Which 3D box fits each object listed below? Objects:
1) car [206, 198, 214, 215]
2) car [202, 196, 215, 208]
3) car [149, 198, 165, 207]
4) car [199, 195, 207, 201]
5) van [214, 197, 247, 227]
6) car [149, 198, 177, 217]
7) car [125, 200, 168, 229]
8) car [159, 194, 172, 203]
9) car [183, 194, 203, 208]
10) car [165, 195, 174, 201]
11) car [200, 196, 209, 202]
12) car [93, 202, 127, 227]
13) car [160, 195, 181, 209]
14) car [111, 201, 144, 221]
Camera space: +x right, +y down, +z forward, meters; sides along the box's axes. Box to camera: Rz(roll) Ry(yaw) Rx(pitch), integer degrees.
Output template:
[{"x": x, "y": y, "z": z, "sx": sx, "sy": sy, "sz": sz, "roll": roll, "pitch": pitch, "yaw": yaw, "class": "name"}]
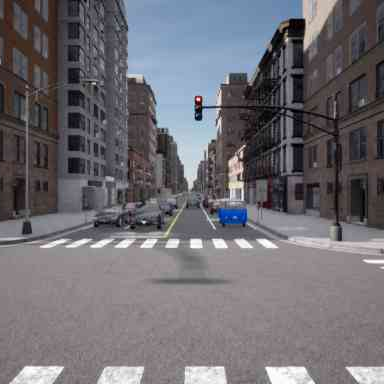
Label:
[{"x": 2.676, "y": 1.580, "z": 33.851, "sx": 1.802, "sy": 1.307, "sz": 4.206, "roll": 0, "pitch": 0, "yaw": 0, "class": "car"}, {"x": 2.689, "y": 1.576, "z": 45.214, "sx": 1.802, "sy": 1.307, "sz": 4.206, "roll": 0, "pitch": 0, "yaw": 0, "class": "car"}, {"x": -5.329, "y": 1.556, "z": 50.899, "sx": 1.947, "sy": 1.339, "sz": 4.313, "roll": 0, "pitch": 0, "yaw": 0, "class": "car"}, {"x": 2.735, "y": 1.530, "z": 84.983, "sx": 1.947, "sy": 1.339, "sz": 4.313, "roll": 0, "pitch": 0, "yaw": 0, "class": "car"}, {"x": 2.663, "y": 1.340, "z": 22.489, "sx": 1.690, "sy": 1.788, "sz": 3.998, "roll": 0, "pitch": 0, "yaw": 0, "class": "van"}, {"x": -2.801, "y": 1.562, "z": 31.602, "sx": 1.994, "sy": 1.385, "sz": 4.181, "roll": 0, "pitch": 0, "yaw": 0, "class": "car"}, {"x": -2.795, "y": 1.504, "z": 21.594, "sx": 1.837, "sy": 1.490, "sz": 4.892, "roll": 0, "pitch": 0, "yaw": -1, "class": "car"}, {"x": -5.310, "y": 1.292, "z": 67.944, "sx": 2.192, "sy": 1.841, "sz": 5.009, "roll": 0, "pitch": 0, "yaw": 0, "class": "car"}, {"x": 0.153, "y": 1.484, "z": 47.585, "sx": 2.128, "sy": 1.511, "sz": 4.902, "roll": 0, "pitch": 0, "yaw": 0, "class": "car"}, {"x": -5.297, "y": 1.409, "z": 79.308, "sx": 1.967, "sy": 1.590, "sz": 4.097, "roll": 0, "pitch": 0, "yaw": 0, "class": "car"}, {"x": 2.722, "y": 1.524, "z": 73.620, "sx": 2.008, "sy": 1.369, "sz": 4.403, "roll": 0, "pitch": 0, "yaw": 0, "class": "car"}, {"x": -5.362, "y": 1.549, "z": 22.490, "sx": 2.008, "sy": 1.369, "sz": 4.403, "roll": 0, "pitch": 0, "yaw": 0, "class": "car"}, {"x": -2.792, "y": 1.520, "z": 43.660, "sx": 1.812, "sy": 1.442, "sz": 4.674, "roll": 0, "pitch": 0, "yaw": 0, "class": "car"}, {"x": -5.356, "y": 1.543, "z": 28.171, "sx": 1.887, "sy": 1.381, "sz": 4.507, "roll": 0, "pitch": 0, "yaw": 0, "class": "car"}]
